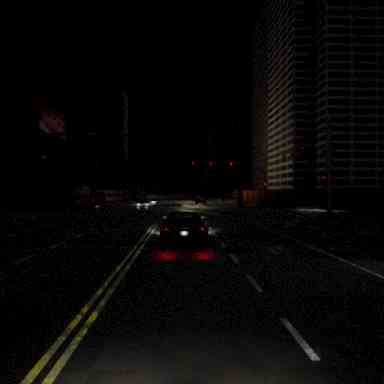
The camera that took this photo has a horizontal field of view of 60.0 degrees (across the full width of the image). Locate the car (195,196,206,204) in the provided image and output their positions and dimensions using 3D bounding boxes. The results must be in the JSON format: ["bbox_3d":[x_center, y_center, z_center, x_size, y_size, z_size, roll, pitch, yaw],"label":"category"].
[{"bbox_3d":[1.501,1.436,61.689,2.128,1.511,4.902,0,0,-2],"label":"car"}]

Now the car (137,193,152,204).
[{"bbox_3d":[-9.188,1.471,62.670,1.812,1.442,4.674,0,0,-1],"label":"car"}]

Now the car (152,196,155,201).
[{"bbox_3d":[-9.682,1.527,78.090,1.895,1.301,4.718,0,0,-2],"label":"car"}]

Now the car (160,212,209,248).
[{"bbox_3d":[-0.362,1.551,14.755,1.994,1.385,4.181,0,0,-2],"label":"car"}]

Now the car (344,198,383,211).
[{"bbox_3d":[20.963,1.452,38.763,4.902,1.511,2.128,0,0,-2],"label":"car"}]

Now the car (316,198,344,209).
[{"bbox_3d":[18.651,1.507,42.174,5.357,1.411,2.033,0,0,-2],"label":"car"}]
